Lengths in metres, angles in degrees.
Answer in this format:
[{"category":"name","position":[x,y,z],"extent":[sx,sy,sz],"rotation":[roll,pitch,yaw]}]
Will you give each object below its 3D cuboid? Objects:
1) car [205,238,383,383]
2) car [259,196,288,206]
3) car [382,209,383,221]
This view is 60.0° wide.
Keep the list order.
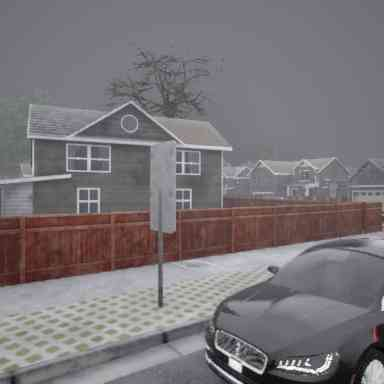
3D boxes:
[{"category":"car","position":[2.414,1.505,4.787],"extent":[4.892,1.490,1.837],"rotation":[0,0,-36]},{"category":"car","position":[9.170,1.239,35.545],"extent":[2.097,1.767,4.553],"rotation":[0,0,-27]},{"category":"car","position":[13.253,1.497,26.260],"extent":[1.994,1.385,4.181],"rotation":[0,0,-23]}]
